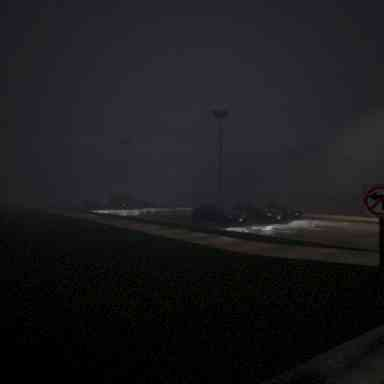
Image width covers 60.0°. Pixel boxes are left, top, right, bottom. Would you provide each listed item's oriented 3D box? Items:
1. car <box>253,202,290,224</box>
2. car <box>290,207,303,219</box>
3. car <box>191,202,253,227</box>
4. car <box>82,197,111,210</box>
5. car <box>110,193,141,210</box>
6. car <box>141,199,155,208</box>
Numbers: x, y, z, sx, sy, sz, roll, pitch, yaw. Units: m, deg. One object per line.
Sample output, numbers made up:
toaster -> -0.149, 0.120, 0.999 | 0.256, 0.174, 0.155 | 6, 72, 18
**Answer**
car -> 4.705, 1.529, 25.149 | 1.812, 1.442, 4.674 | 0, 0, -36
car -> 7.105, 1.568, 27.762 | 1.994, 1.385, 4.181 | 0, 0, -36
car -> 1.746, 1.528, 23.267 | 1.812, 1.442, 4.674 | 0, 0, -36
car -> -12.538, 1.603, 42.910 | 1.895, 1.301, 4.718 | 0, 0, -35
car -> -9.366, 1.223, 44.487 | 2.150, 2.045, 5.566 | 0, 0, -36
car -> -7.087, 1.604, 47.321 | 1.895, 1.301, 4.718 | 0, 0, -35
